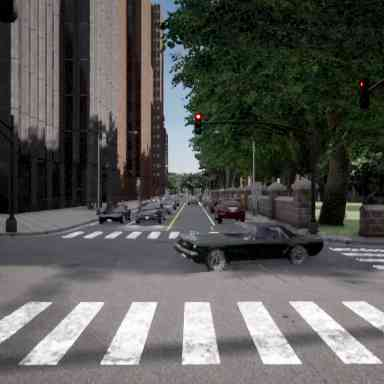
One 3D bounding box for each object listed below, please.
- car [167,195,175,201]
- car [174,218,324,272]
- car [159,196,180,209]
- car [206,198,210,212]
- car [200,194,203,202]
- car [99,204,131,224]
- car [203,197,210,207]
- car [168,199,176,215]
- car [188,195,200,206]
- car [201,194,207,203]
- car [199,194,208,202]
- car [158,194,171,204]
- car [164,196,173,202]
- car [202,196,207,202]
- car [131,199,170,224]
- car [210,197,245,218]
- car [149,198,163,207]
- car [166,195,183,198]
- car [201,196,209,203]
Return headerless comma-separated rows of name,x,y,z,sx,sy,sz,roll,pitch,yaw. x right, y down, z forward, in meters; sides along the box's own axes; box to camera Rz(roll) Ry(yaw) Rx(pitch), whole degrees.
car,-5.621,1.633,90.690,1.967,1.590,4.097,0,0,0
car,1.834,1.675,10.945,4.718,1.301,1.895,1,0,-21
car,-3.023,1.643,43.933,1.994,1.385,4.181,0,0,0
car,2.820,1.628,36.115,1.947,1.339,4.313,0,0,0
car,2.854,1.551,57.941,1.967,1.590,4.097,0,0,0
car,-5.722,1.604,25.206,1.947,1.339,4.313,0,0,0
car,2.828,1.625,41.571,2.008,1.369,4.403,0,0,0
car,-3.044,1.660,34.732,1.895,1.301,4.718,0,0,0
car,0.190,1.660,58.661,2.033,1.411,5.357,0,0,1
car,2.846,1.539,52.484,1.967,1.590,4.097,0,0,0
car,2.896,1.493,85.224,2.192,1.841,5.009,0,0,0
car,-5.654,1.450,68.863,2.192,1.841,5.009,0,0,0
car,-5.637,1.708,79.776,1.887,1.381,4.507,0,0,0
car,2.837,1.637,47.028,2.008,1.369,4.403,0,0,0
car,-3.066,1.544,25.477,1.837,1.490,4.892,0,0,1
car,2.803,1.353,25.203,2.192,1.841,5.009,0,0,0
car,-5.680,1.680,52.491,1.802,1.307,4.206,0,0,0
car,-2.970,1.649,54.077,2.033,1.411,5.357,0,0,0
car,2.880,1.674,74.480,1.752,1.417,4.829,0,0,0
